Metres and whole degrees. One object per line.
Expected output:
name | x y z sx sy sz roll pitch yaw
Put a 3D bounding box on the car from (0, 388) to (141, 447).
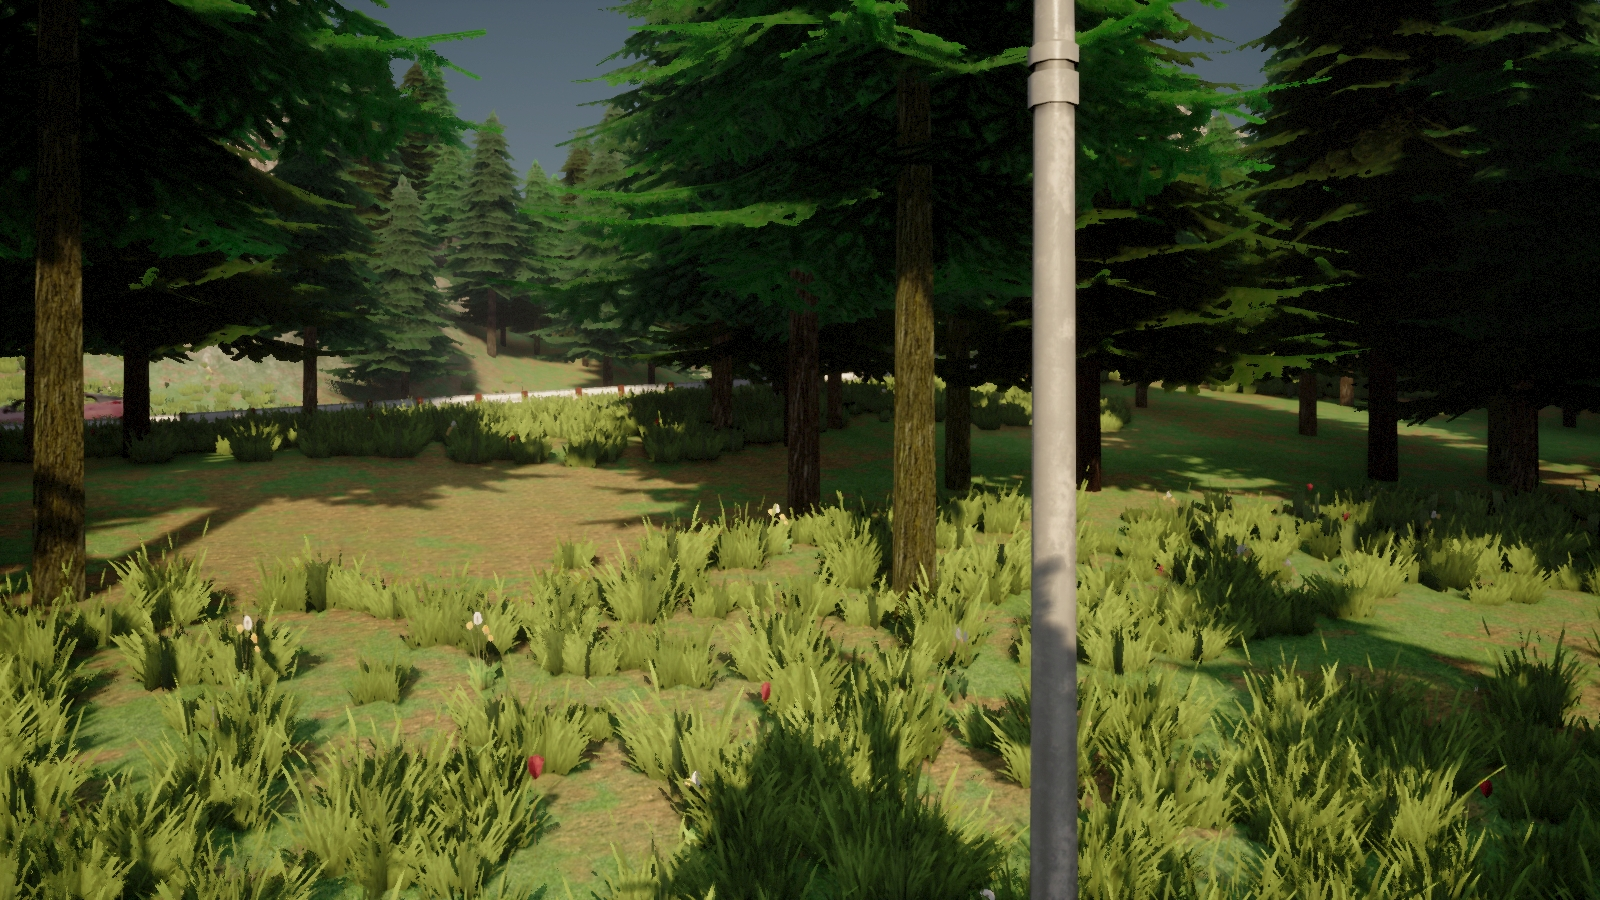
car | -22.720 -0.968 34.689 4.514 1.525 2.007 -5 3 -32
